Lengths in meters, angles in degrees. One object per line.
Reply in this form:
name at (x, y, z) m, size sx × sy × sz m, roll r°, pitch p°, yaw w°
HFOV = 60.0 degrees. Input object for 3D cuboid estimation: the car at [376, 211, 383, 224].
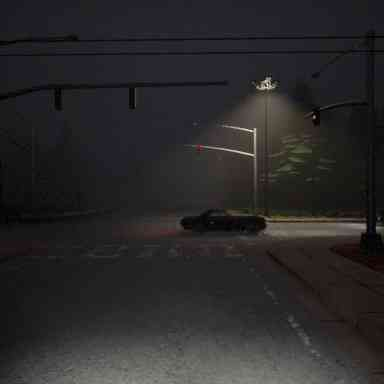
car at (14.897, 1.513, 22.164) m, size 4.892 × 1.490 × 1.837 m, roll 0°, pitch 0°, yaw 1°

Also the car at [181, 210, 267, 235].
car at (1.759, 1.655, 18.706) m, size 4.718 × 1.301 × 1.895 m, roll 0°, pitch 0°, yaw 1°
